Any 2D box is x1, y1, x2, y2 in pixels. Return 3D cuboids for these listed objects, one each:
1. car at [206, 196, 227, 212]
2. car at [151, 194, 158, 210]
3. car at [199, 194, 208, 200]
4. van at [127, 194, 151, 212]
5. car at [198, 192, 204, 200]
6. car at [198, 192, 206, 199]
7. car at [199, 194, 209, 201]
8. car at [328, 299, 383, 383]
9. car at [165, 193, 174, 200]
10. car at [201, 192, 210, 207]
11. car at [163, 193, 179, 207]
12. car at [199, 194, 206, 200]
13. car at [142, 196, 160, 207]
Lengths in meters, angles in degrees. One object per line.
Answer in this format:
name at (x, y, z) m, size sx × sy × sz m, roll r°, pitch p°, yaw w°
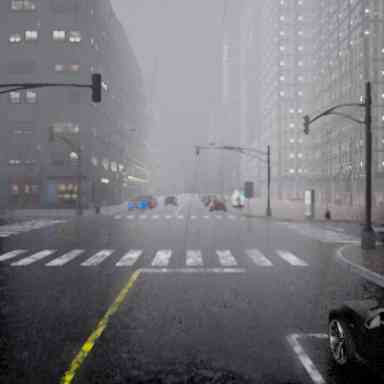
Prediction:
car at (2.699, 1.423, 35.135) m, size 1.802 × 1.307 × 4.206 m, roll 0°, pitch 0°, yaw 0°
car at (-5.680, 1.133, 40.663) m, size 2.192 × 1.841 × 5.009 m, roll 0°, pitch 0°, yaw 0°
car at (2.701, 1.210, 79.356) m, size 1.887 × 1.381 × 4.507 m, roll 0°, pitch 0°, yaw 0°
van at (-5.680, 1.182, 35.136) m, size 1.690 × 1.788 × 3.998 m, roll 0°, pitch 0°, yaw 0°
car at (2.701, 1.167, 62.773) m, size 1.967 × 1.590 × 4.097 m, roll 0°, pitch 0°, yaw 0°
car at (2.702, 0.941, 90.410) m, size 2.192 × 1.841 × 5.009 m, roll 0°, pitch 0°, yaw 0°
car at (2.700, 1.236, 73.829) m, size 2.008 × 1.369 × 4.403 m, roll 0°, pitch 0°, yaw 0°
car at (2.698, 1.552, 2.730) m, size 1.947 × 1.339 × 4.313 m, roll 0°, pitch 0°, yaw 0°
car at (-5.679, 1.085, 84.884) m, size 1.967 × 1.590 × 4.097 m, roll 0°, pitch 0°, yaw 0°
car at (2.700, 1.234, 46.191) m, size 1.967 × 1.590 × 4.097 m, roll 0°, pitch 0°, yaw 0°
car at (-2.997, 1.322, 47.570) m, size 1.837 × 1.490 × 4.892 m, roll 0°, pitch 1°, yaw 0°
car at (2.700, 1.227, 84.884) m, size 1.802 × 1.307 × 4.206 m, roll 0°, pitch 0°, yaw 0°
car at (-5.681, 1.339, 46.193) m, size 1.887 × 1.381 × 4.507 m, roll 0°, pitch 0°, yaw 0°
